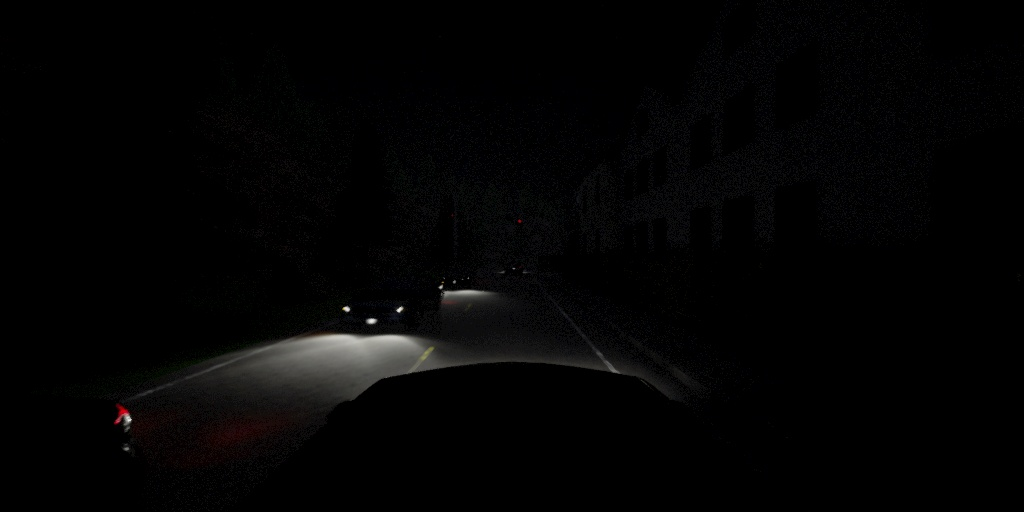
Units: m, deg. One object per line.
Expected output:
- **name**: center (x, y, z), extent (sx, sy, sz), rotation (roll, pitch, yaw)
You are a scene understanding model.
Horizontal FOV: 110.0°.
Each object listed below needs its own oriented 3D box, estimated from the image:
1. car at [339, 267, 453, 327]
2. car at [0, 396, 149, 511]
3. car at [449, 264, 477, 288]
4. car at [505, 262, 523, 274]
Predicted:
- **car**: center (-3.539, 1.274, 11.774), extent (2.033, 1.411, 5.357), rotation (0, 0, 1)
- **car**: center (-3.616, 1.295, 0.798), extent (1.994, 1.385, 4.181), rotation (0, 0, 0)
- **car**: center (-3.387, 1.270, 23.570), extent (1.837, 1.490, 4.892), rotation (0, 0, 0)
- **car**: center (0.207, 1.300, 40.011), extent (1.994, 1.385, 4.181), rotation (0, 0, 0)
